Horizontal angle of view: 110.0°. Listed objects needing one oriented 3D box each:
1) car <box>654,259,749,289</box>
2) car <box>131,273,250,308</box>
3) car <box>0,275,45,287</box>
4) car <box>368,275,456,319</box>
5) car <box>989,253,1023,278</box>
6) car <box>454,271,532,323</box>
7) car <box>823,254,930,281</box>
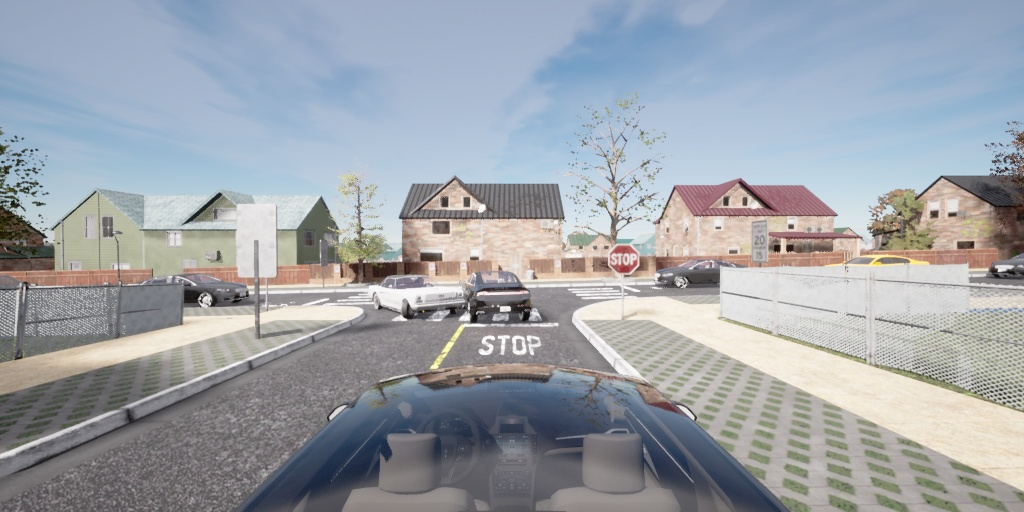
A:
[{"bbox_3d":[10.328,0.924,19.619,4.902,1.511,2.128,-1,1,0],"label":"car"},{"bbox_3d":[-14.904,1.565,16.563,4.902,1.511,2.128,-1,1,0],"label":"car"},{"bbox_3d":[-24.242,1.647,16.522,4.553,1.767,2.097,-1,1,0],"label":"car"},{"bbox_3d":[-3.604,1.367,13.069,1.895,1.301,4.718,0,0,-38],"label":"car"},{"bbox_3d":[29.383,0.477,19.694,4.902,1.511,2.128,-1,1,0],"label":"car"},{"bbox_3d":[-0.688,1.242,12.210,2.128,1.511,4.902,0,0,-12],"label":"car"},{"bbox_3d":[19.759,0.689,19.657,5.008,1.535,1.882,-1,1,-1],"label":"car"}]
